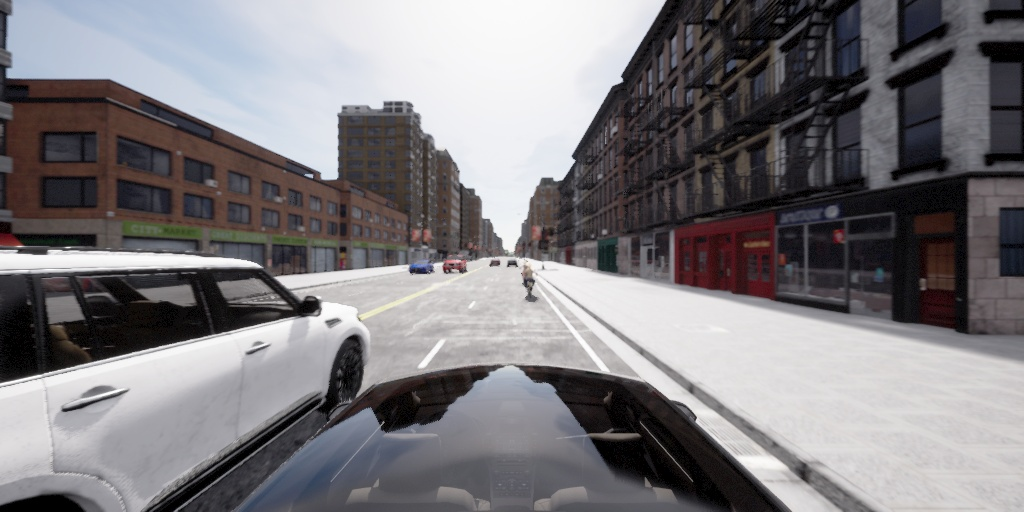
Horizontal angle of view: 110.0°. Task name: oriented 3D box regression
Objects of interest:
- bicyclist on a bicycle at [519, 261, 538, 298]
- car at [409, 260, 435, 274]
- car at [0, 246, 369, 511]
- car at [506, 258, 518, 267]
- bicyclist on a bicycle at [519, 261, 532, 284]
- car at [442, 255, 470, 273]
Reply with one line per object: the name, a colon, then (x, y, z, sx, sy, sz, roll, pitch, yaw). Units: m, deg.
bicyclist on a bicycle: (0.868, 1.164, 17.384, 0.866, 1.612, 1.509, 0, 0, 0)
car: (-9.827, 1.165, 39.274, 1.882, 1.535, 5.008, 0, 0, 0)
car: (-3.150, 0.969, 2.869, 2.150, 2.045, 5.566, 0, 0, 0)
car: (0.067, 1.134, 63.482, 1.837, 1.490, 4.892, 0, 0, 1)
bicyclist on a bicycle: (0.925, 1.151, 25.659, 0.866, 1.612, 1.509, 0, 0, 0)
car: (-6.573, 0.906, 41.611, 2.150, 2.045, 5.566, 0, 0, 0)
